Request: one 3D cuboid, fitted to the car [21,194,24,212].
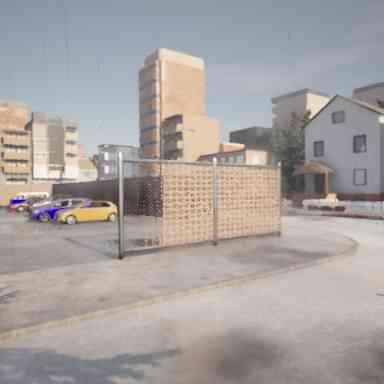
[{"bbox_3d":[-16.952,1.307,35.970,1.789,1.547,3.705,-1,1,-36],"label":"car"}]

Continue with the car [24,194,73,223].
[{"bbox_3d":[-9.392,1.260,24.337,4.611,1.667,2.242,-1,1,-36],"label":"car"}]

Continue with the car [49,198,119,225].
[{"bbox_3d":[-6.948,1.318,22.186,4.193,1.474,1.816,-1,1,-36],"label":"car"}]

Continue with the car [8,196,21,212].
[{"bbox_3d":[-16.953,1.377,36.249,5.357,1.415,2.033,-1,1,-36],"label":"car"}]

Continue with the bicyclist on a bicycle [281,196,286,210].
[{"bbox_3d":[8.658,0.992,32.616,1.656,1.620,0.582,-1,1,-36],"label":"bicyclist on a bicycle"}]

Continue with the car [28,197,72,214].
[{"bbox_3d":[-13.899,1.309,32.680,3.633,1.501,1.845,-1,1,-36],"label":"car"}]

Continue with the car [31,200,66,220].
[{"bbox_3d":[-11.126,1.373,25.716,2.207,1.379,1.481,-1,1,-36],"label":"car"}]

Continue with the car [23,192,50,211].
[{"bbox_3d":[-11.681,1.152,27.975,3.866,1.878,1.905,-1,1,-36],"label":"car"}]
